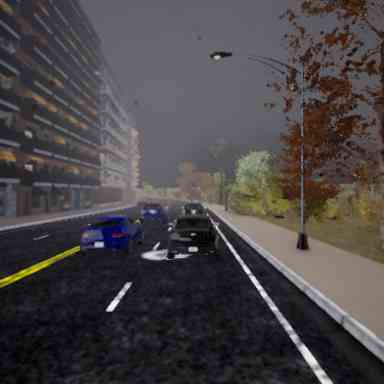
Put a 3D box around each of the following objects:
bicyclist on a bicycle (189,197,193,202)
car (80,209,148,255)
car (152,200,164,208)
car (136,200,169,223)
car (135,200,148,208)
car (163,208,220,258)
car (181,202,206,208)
[{"bbox_3d":[0.041,2.292,87.439,0.659,1.776,1.843,0,0,-3],"label":"bicyclist on a bicycle"},{"bbox_3d":[-3.177,1.669,13.792,1.812,1.442,4.674,0,0,1],"label":"car"},{"bbox_3d":[-6.470,2.285,64.513,1.895,1.301,4.718,0,-1,-1],"label":"car"},{"bbox_3d":[-3.095,1.647,28.304,2.097,1.767,4.553,0,-1,1],"label":"car"},{"bbox_3d":[-9.722,2.249,64.751,1.994,1.385,4.181,0,-1,-1],"label":"car"},{"bbox_3d":[0.066,1.647,13.372,1.837,1.490,4.892,0,0,1],"label":"car"},{"bbox_3d":[0.155,1.647,28.285,2.097,1.767,4.553,0,-1,1],"label":"car"}]
